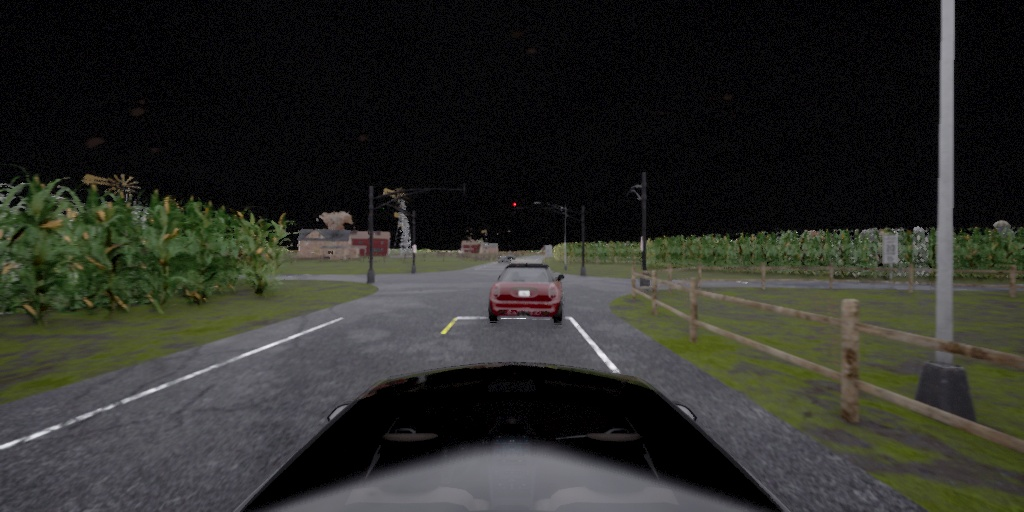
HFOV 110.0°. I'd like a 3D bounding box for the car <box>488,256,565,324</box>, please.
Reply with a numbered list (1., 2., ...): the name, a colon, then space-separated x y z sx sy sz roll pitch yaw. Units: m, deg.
1. car: 0.632 1.003 11.785 2.097 1.767 4.553 0 1 8
